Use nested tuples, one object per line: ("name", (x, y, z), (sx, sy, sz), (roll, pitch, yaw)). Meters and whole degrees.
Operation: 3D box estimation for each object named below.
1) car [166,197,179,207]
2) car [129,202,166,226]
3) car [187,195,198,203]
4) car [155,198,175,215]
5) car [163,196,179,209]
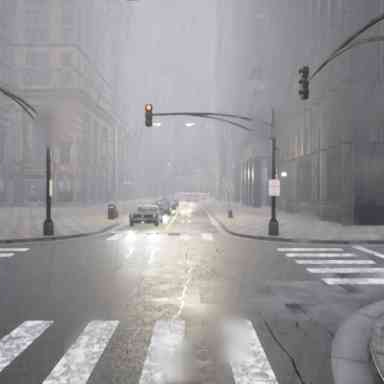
("car", (-3.064, 1.515, 53.145), (1.812, 1.442, 4.674), (0, 0, 1))
("car", (-3.105, 1.593, 23.159), (1.895, 1.301, 4.718), (0, 0, 0))
("car", (0.084, 1.344, 69.632), (2.097, 1.767, 4.553), (0, 0, 0))
("car", (-3.101, 1.554, 33.102), (1.994, 1.385, 4.181), (0, 0, 0))
("car", (-3.106, 1.341, 43.103), (2.097, 1.767, 4.553), (0, 0, 0))
